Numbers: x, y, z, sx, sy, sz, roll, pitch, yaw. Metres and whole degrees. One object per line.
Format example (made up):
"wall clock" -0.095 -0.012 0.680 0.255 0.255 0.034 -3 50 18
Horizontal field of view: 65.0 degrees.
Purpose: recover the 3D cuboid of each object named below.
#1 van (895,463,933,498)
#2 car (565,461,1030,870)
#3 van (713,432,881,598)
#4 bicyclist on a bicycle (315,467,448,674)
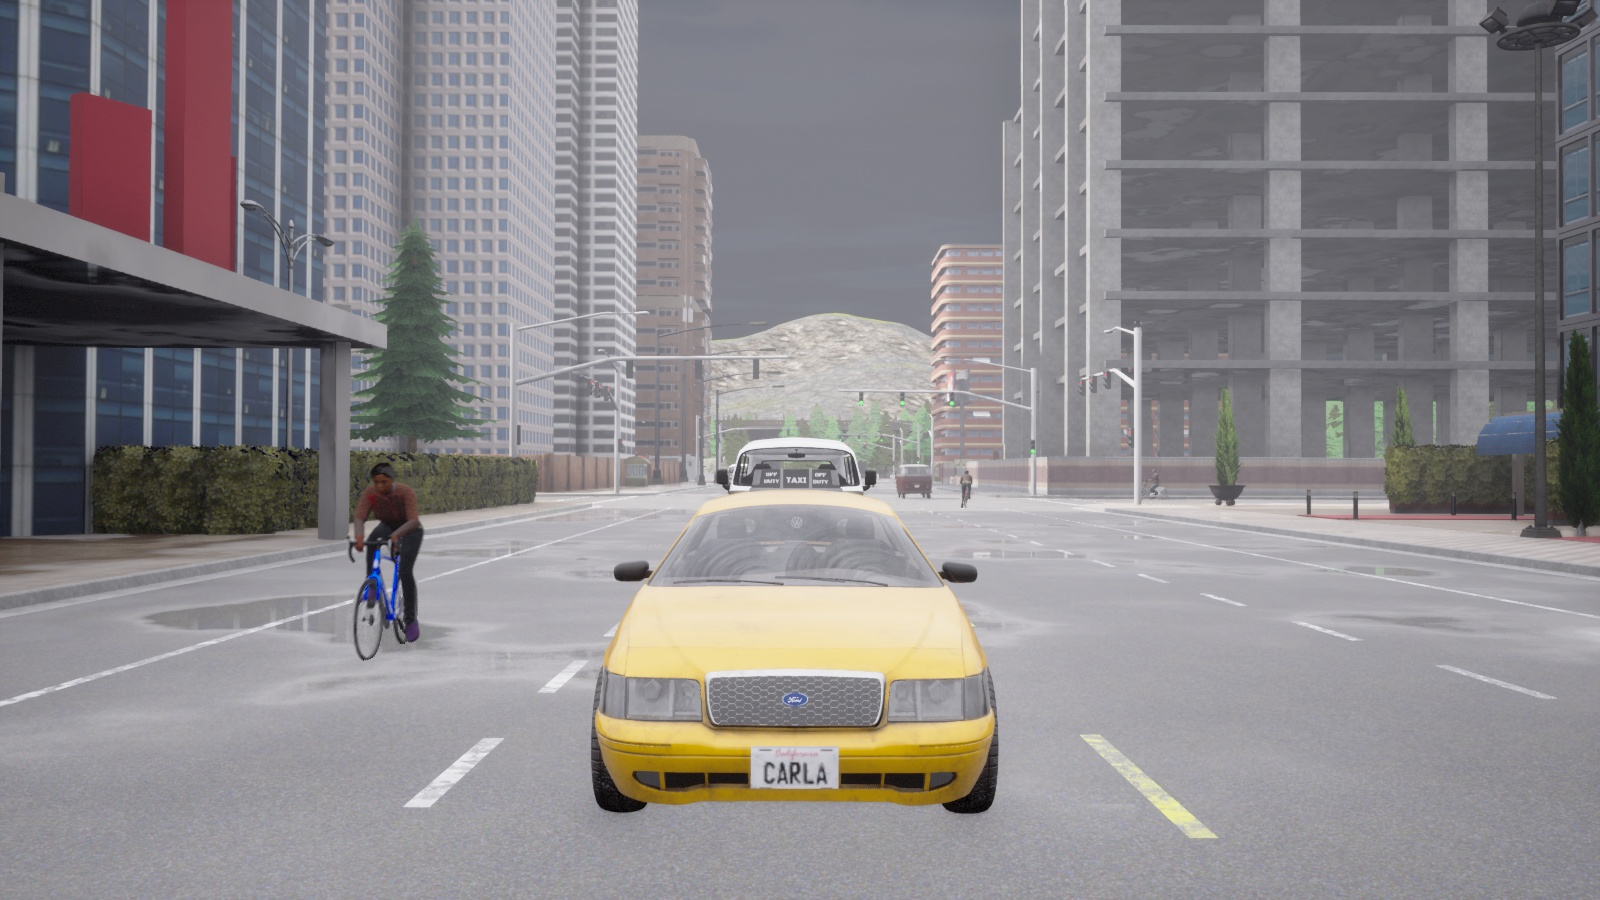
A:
"van" 6.617 1.769 73.282 1.775 1.987 4.442 0 -1 -1
"car" -0.019 0.880 7.560 1.801 1.575 5.366 0 -1 0
"van" -0.046 0.836 17.761 2.069 2.038 4.480 0 -1 0
"bicyclist on a bicycle" -3.527 0.961 10.707 0.582 1.620 1.656 0 -1 0
